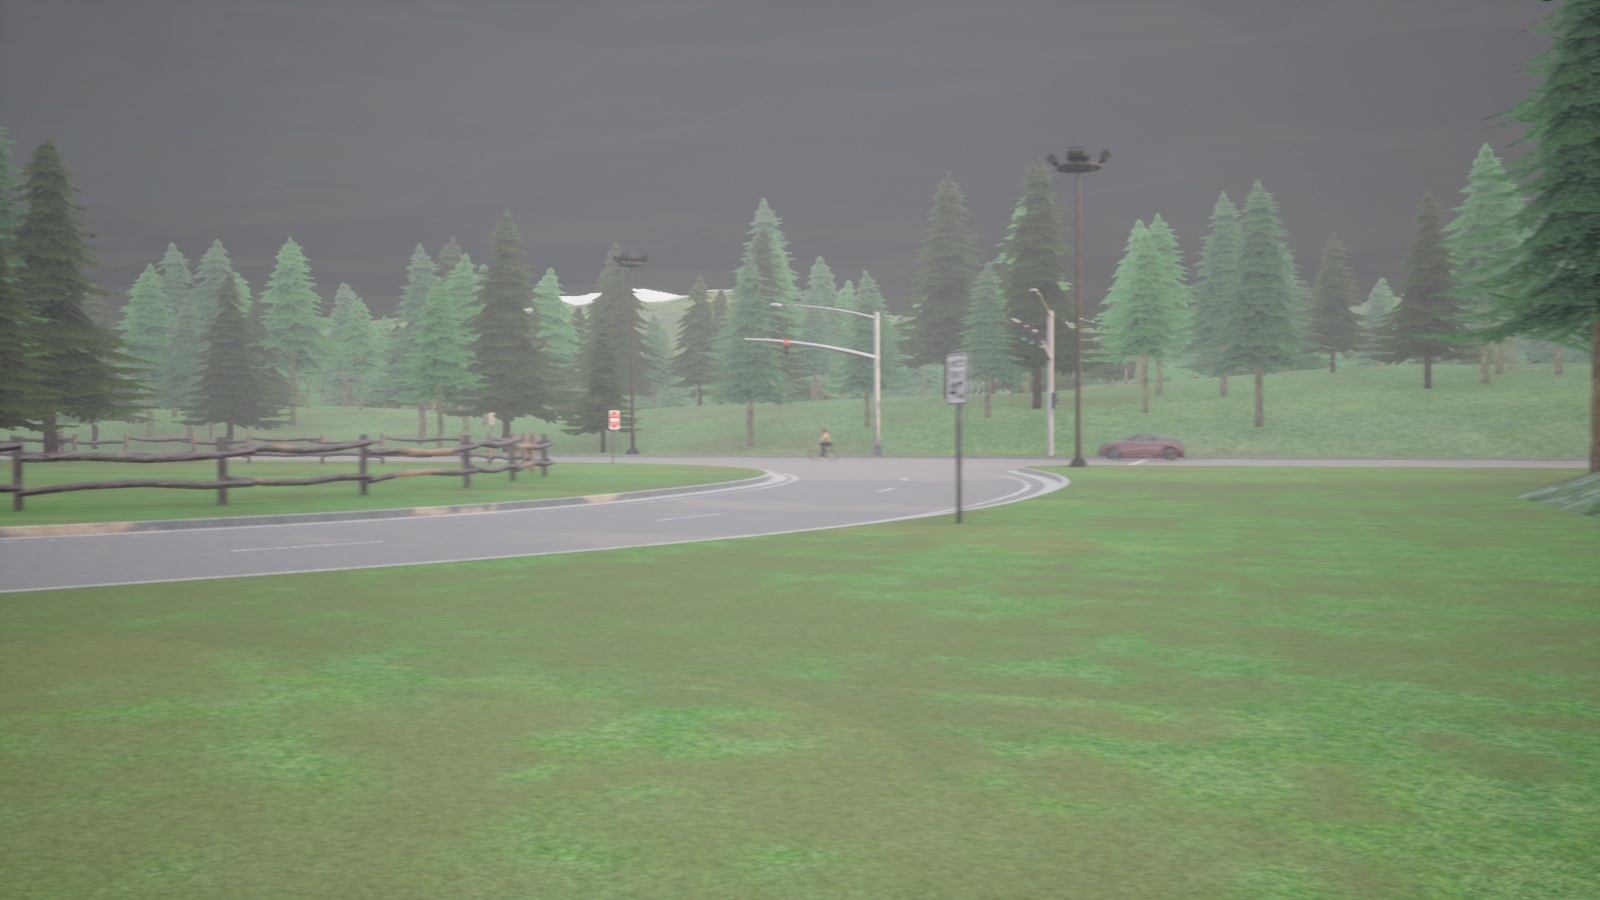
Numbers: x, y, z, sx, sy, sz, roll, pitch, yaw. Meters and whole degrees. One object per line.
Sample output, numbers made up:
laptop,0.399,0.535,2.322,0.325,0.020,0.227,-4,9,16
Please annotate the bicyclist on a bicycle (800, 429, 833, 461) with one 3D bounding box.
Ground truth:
bicyclist on a bicycle,0.837,-0.251,63.435,1.509,1.612,0.866,1,1,19

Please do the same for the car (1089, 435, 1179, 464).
car,16.454,-0.038,61.828,4.181,1.385,1.994,1,1,19
